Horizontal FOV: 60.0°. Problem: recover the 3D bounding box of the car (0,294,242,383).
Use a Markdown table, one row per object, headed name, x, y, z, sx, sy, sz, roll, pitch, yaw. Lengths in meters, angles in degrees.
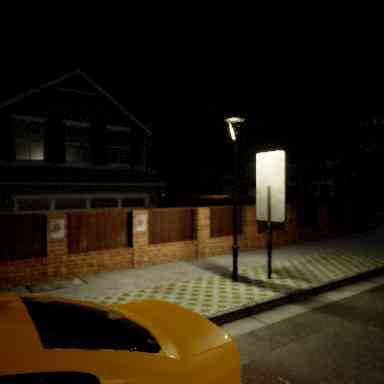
| name | x | y | z | sx | sy | sz | roll | pitch | yaw |
| --- | --- | --- | --- | --- | --- | --- | --- | --- | --- |
| car | -1.927 | 1.482 | 1.692 | 5.008 | 1.535 | 1.882 | 0 | 0 | -35 |
